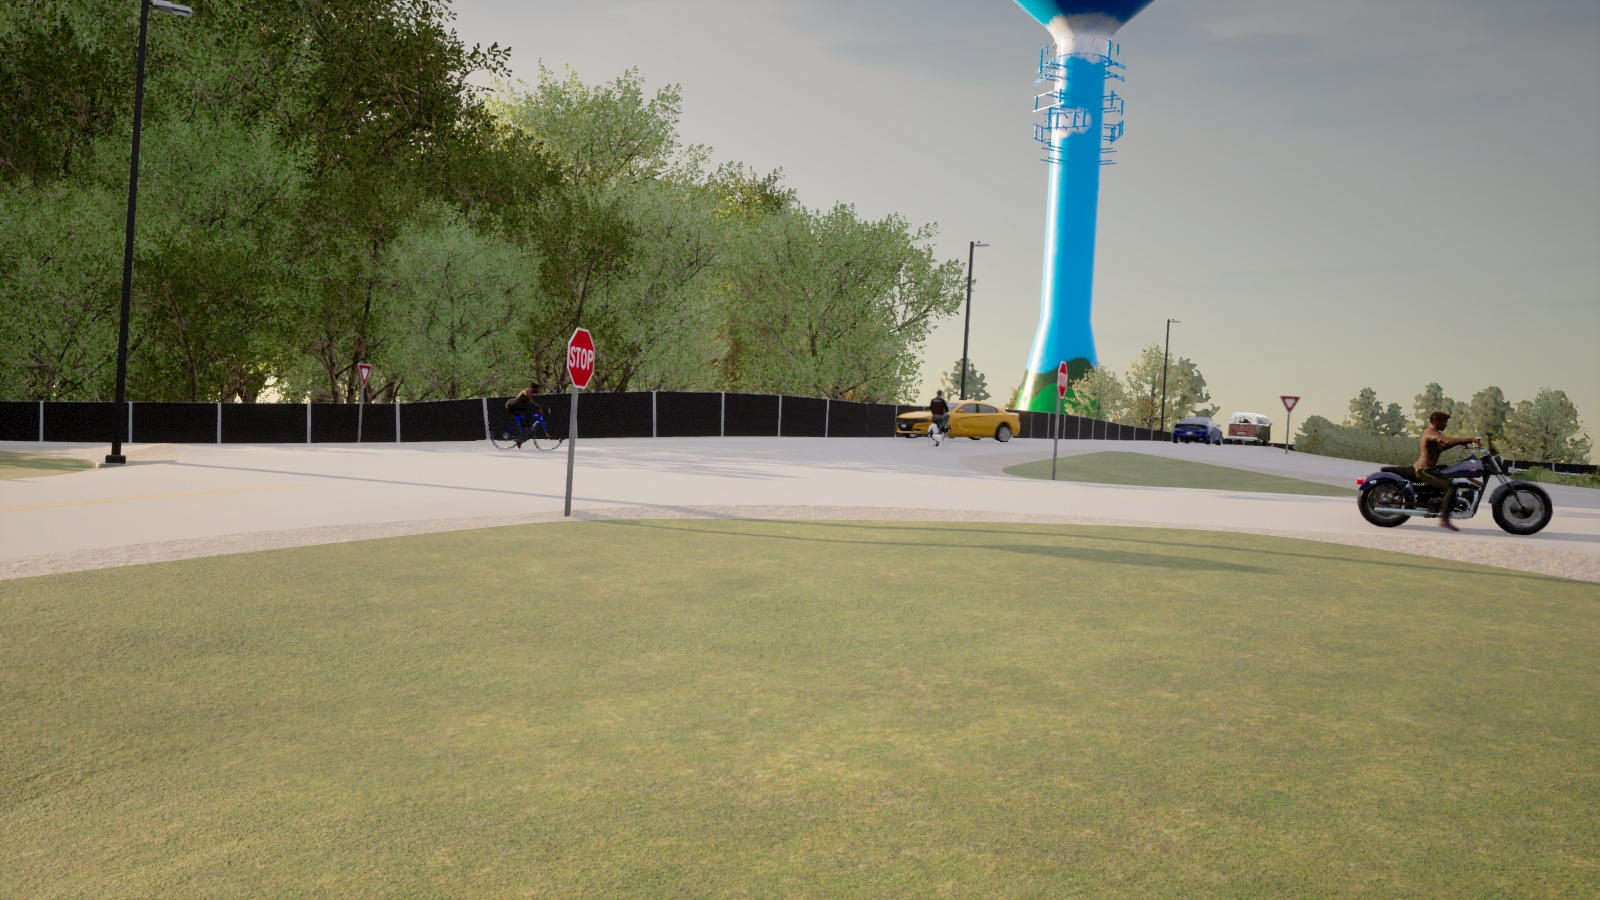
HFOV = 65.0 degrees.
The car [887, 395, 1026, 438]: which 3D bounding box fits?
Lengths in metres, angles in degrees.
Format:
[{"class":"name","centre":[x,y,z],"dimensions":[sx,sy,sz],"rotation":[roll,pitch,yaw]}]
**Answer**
[{"class":"car","centre":[5.843,-1.235,46.593],"dimensions":[5.008,1.535,1.882],"rotation":[0,2,-32]}]

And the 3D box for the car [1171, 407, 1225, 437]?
[{"class":"car","centre":[21.507,-1.501,67.756],"dimensions":[1.882,1.535,5.008],"rotation":[2,2,28]}]

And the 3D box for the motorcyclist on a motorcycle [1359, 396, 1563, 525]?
[{"class":"motorcyclist on a motorcycle","centre":[8.806,0.103,16.863],"dimensions":[2.350,1.649,0.766],"rotation":[1,3,24]}]

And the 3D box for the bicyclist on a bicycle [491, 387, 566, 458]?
[{"class":"bicyclist on a bicycle","centre":[-6.327,-0.636,29.308],"dimensions":[1.656,1.620,0.582],"rotation":[1,2,-8]}]

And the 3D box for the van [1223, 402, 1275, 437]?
[{"class":"van","centre":[28.212,-1.894,78.814],"dimensions":[2.069,2.038,4.480],"rotation":[2,2,32]}]

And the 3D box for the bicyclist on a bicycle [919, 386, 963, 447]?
[{"class":"bicyclist on a bicycle","centre":[4.300,-1.030,38.149],"dimensions":[0.659,1.776,1.843],"rotation":[2,3,28]}]
